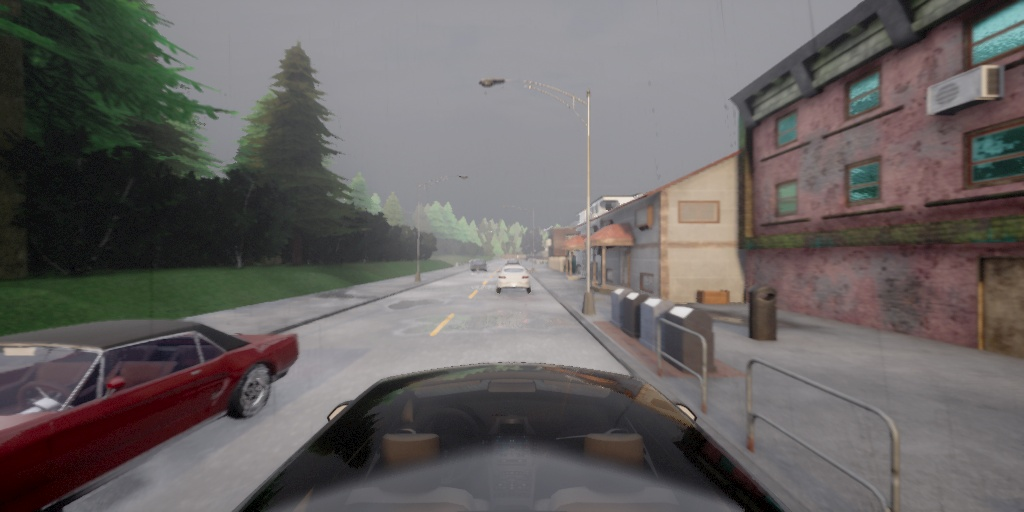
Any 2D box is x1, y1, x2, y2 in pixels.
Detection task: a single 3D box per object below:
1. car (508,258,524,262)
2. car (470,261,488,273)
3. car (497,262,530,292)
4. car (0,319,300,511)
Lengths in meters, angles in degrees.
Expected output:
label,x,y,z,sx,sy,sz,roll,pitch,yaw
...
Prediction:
label,x,y,z,sx,sy,sz,roll,pitch,yaw
car,0.094,1.265,44.735,2.128,1.511,4.902,0,0,0
car,-4.084,1.321,45.485,2.033,1.411,5.357,0,0,0
car,0.101,1.286,21.153,1.812,1.442,4.674,0,0,0
car,-4.100,1.351,3.124,1.895,1.301,4.718,0,0,0
